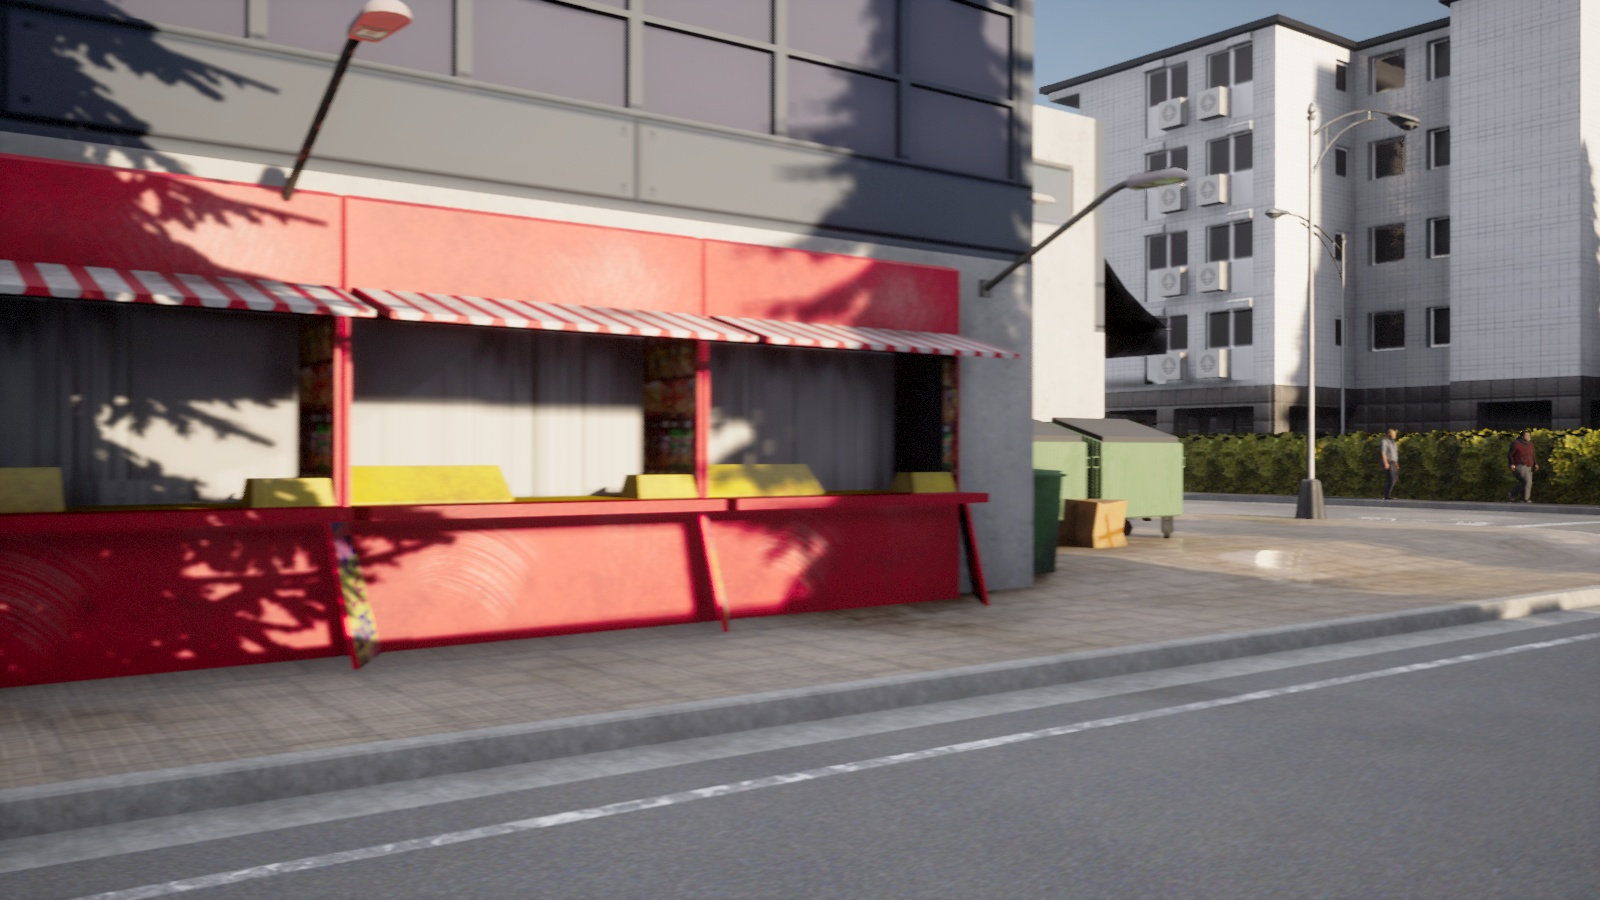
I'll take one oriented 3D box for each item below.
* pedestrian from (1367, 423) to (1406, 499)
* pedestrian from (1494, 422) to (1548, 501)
[{"bbox_3d":[14.622,0.271,31.312,0.540,1.848,0.694,0,0,-33],"label":"pedestrian"},{"bbox_3d":[17.066,0.262,29.729,0.634,1.844,0.899,0,0,-22],"label":"pedestrian"}]
